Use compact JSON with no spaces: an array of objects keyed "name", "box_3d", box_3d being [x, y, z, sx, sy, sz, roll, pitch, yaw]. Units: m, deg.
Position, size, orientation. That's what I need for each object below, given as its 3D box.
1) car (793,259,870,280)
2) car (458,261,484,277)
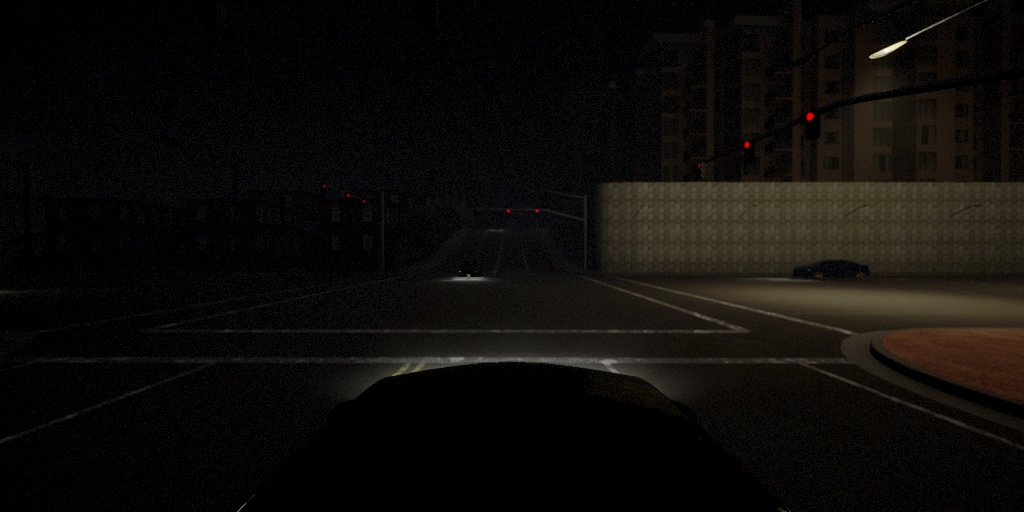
[{"name":"car","box_3d":[24.581,1.028,27.726,5.008,1.535,1.882,0,0,0]},{"name":"car","box_3d":[-3.515,1.140,31.554,2.033,1.411,5.357,0,1,0]}]
